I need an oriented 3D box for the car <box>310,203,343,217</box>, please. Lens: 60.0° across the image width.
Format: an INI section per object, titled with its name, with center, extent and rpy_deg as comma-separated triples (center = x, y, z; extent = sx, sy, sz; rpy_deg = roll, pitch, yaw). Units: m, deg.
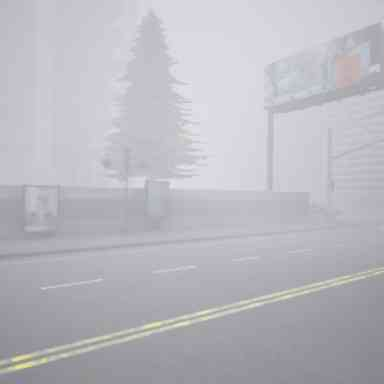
[car]
center = 14.048, 1.968, 37.466
extent = 2.033, 1.411, 5.357
rpy_deg = 1, 0, -35
